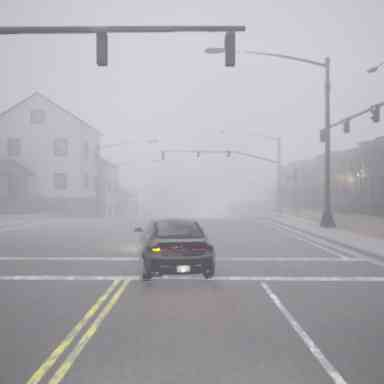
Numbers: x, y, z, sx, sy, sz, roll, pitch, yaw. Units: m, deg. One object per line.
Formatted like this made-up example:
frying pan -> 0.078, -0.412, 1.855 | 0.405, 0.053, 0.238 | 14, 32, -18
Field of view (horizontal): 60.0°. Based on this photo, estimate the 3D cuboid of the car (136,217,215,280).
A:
car -> -0.624, 1.514, 10.055 | 1.837, 1.490, 4.892 | 0, 0, -10

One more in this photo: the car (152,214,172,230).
car -> -3.606, 3.758, 40.633 | 1.994, 1.385, 4.181 | -1, -13, 0
